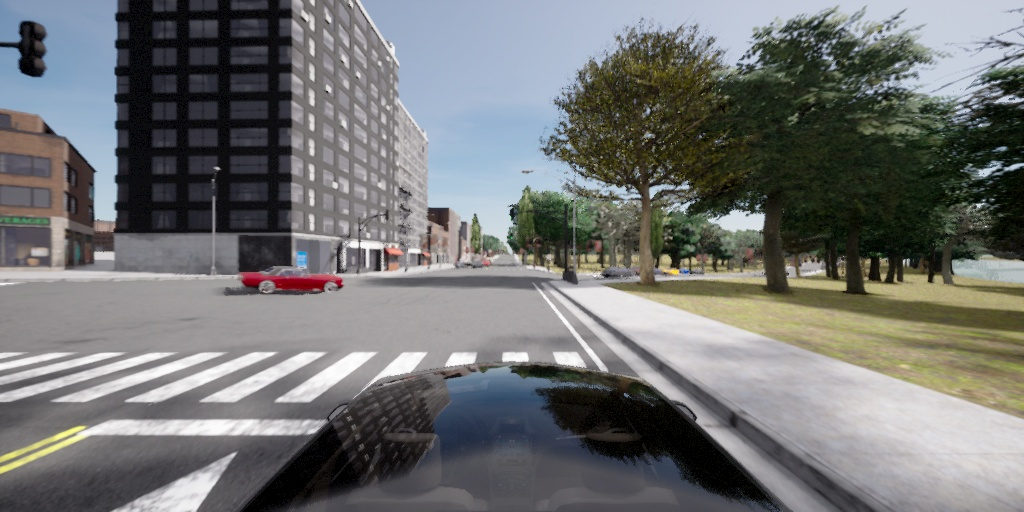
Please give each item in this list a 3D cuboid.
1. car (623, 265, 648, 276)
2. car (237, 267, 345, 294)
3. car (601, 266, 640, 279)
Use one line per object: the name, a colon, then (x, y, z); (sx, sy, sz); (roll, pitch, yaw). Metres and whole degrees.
car: (20.441, 2.410, 59.464); (4.553, 1.767, 2.097); (3, -2, -45)
car: (-11.506, 1.273, 18.971); (4.718, 1.301, 1.895); (6, -2, -43)
car: (12.633, 2.010, 42.401); (2.033, 1.411, 5.357); (0, -2, 45)
